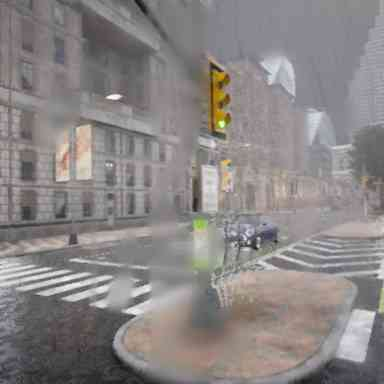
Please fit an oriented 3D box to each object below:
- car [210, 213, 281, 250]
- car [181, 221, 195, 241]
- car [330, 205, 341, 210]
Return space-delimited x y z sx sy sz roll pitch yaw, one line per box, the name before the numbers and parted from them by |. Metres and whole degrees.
car | 3.013 1.934 17.402 2.097 1.767 4.553 -3 -2 32
car | 1.052 2.312 20.839 1.994 1.385 4.181 -3 -2 32
car | 35.183 3.824 81.442 1.895 1.301 4.718 -2 -2 32
